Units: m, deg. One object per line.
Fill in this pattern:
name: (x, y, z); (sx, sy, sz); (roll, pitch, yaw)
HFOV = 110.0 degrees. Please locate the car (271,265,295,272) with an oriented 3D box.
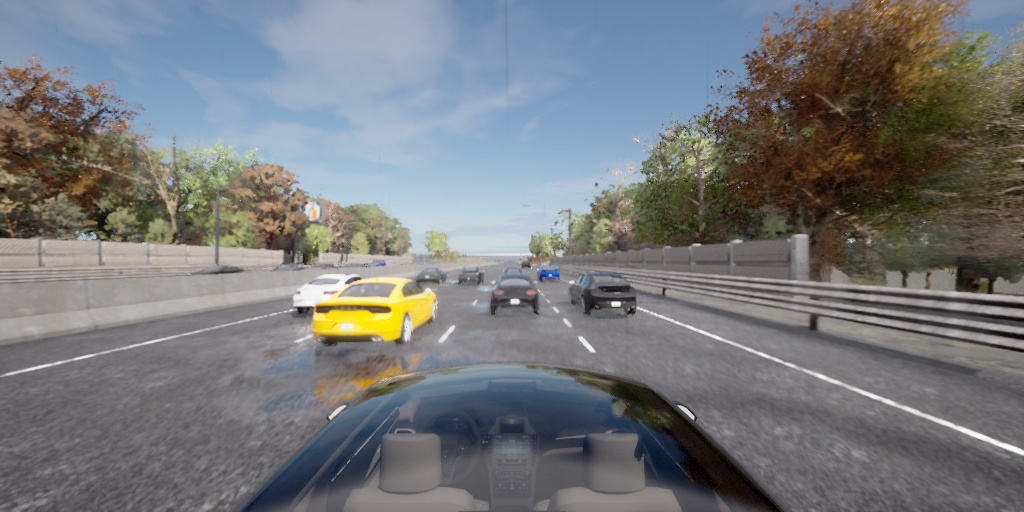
car: (-24.562, 1.732, 39.779); (2.128, 1.511, 4.902); (0, -1, 0)

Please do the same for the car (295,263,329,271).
car: (-21.064, 1.587, 39.332); (2.097, 1.767, 4.553); (0, -1, 0)

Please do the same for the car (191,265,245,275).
car: (-28.071, 1.648, 34.408); (1.882, 1.535, 5.008); (0, -1, 0)

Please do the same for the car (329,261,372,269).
car: (-17.565, 1.587, 39.327); (2.097, 1.767, 4.553); (0, -1, 0)

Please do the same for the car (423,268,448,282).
car: (-6.878, 1.691, 31.177); (1.994, 1.385, 4.181); (0, -1, 0)

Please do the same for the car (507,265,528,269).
car: (0.122, 1.692, 31.221); (1.994, 1.385, 4.181); (0, -1, 0)

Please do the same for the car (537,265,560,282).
car: (3.523, 1.653, 35.167); (1.882, 1.535, 5.008); (0, -1, 0)

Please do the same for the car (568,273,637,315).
car: (3.510, 1.405, 14.513); (1.837, 1.490, 4.892); (0, -1, 0)

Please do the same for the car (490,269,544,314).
car: (0.110, 1.440, 14.659); (1.812, 1.442, 4.674); (0, -1, 0)

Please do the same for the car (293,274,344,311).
car: (-6.889, 1.439, 14.558); (1.812, 1.442, 4.674); (0, -1, 0)

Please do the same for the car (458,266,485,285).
car: (-3.379, 1.610, 30.490); (2.128, 1.511, 4.902); (0, -1, 0)

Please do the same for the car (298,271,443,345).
car: (-3.393, 1.330, 9.850); (1.882, 1.535, 5.008); (0, -1, 0)
